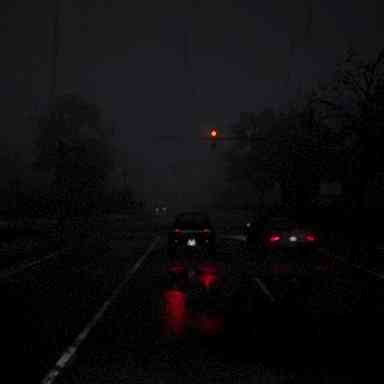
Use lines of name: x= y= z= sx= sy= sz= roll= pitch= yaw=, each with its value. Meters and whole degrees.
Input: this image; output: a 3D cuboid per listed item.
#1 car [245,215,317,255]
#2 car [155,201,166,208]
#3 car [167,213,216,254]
car: x=3.493 y=1.690 z=13.986 sx=2.033 sy=1.411 sz=5.357 roll=0 pitch=-1 yaw=0
car: x=-6.988 y=2.801 z=73.191 sx=1.812 sy=1.442 sz=4.674 roll=0 pitch=-2 yaw=-13
car: x=-0.001 y=1.639 z=14.288 sx=2.128 sy=1.511 sz=4.902 roll=0 pitch=0 yaw=0
